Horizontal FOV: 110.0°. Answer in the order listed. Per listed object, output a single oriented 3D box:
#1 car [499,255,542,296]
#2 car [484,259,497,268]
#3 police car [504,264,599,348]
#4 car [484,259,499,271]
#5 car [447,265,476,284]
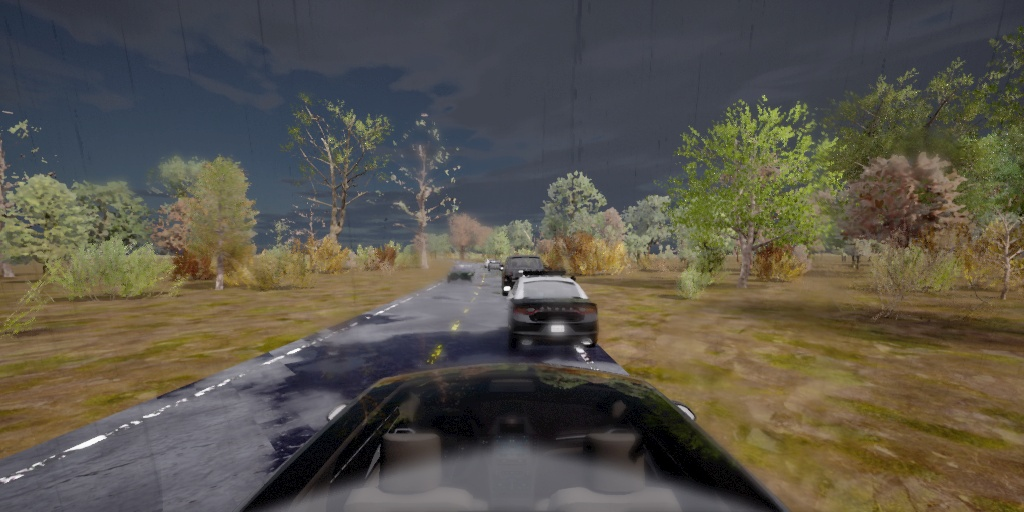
[{"bbox_3d":[0.531,0.972,19.343,2.150,2.045,5.566,0,0,-2],"label":"car"},{"bbox_3d":[-3.593,1.278,59.828,1.812,1.442,4.674,0,0,-8],"label":"car"},{"bbox_3d":[0.820,1.174,9.378,1.930,1.638,5.238,0,0,-1],"label":"police car"},{"bbox_3d":[-2.312,1.240,48.030,2.128,1.511,4.902,0,0,-5],"label":"car"},{"bbox_3d":[-3.791,1.349,27.191,1.895,1.301,4.718,0,0,-3],"label":"car"}]
